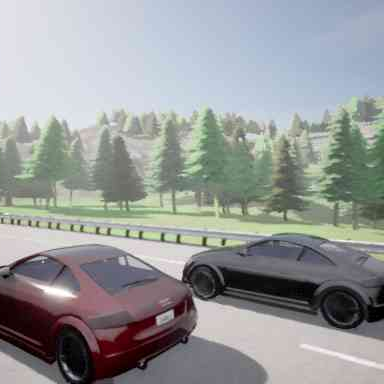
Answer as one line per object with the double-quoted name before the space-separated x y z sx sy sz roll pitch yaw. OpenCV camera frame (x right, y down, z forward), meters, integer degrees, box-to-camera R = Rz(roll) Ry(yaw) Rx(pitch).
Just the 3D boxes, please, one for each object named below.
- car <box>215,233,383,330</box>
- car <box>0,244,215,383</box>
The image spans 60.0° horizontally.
"car" 1.832 1.565 6.983 4.181 1.385 1.994 0 0 35
"car" -1.974 1.565 5.400 4.181 1.385 1.994 0 0 36
